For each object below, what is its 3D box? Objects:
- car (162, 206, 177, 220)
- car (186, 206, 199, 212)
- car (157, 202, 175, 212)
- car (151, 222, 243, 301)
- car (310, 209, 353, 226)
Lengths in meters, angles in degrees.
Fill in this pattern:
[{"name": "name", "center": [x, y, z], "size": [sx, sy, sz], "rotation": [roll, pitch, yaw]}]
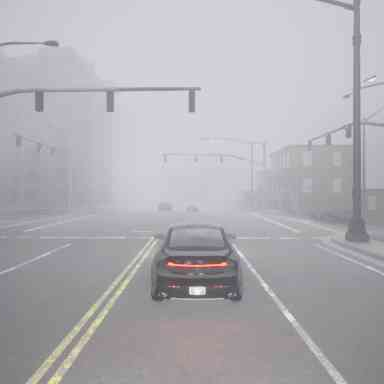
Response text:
[{"name": "car", "center": [-3.628, 3.522, 54.965], "size": [2.128, 1.511, 4.902], "rotation": [0, -12, 0]}, {"name": "car", "center": [0.068, 3.075, 52.822], "size": [1.882, 1.535, 5.008], "rotation": [0, -11, 0]}, {"name": "car", "center": [-3.630, 2.066, 45.558], "size": [1.837, 1.490, 4.892], "rotation": [0, -5, 0]}, {"name": "car", "center": [0.094, 1.505, 8.321], "size": [1.837, 1.490, 4.892], "rotation": [0, 0, 0]}, {"name": "car", "center": [12.276, 2.097, 28.248], "size": [4.181, 1.385, 1.994], "rotation": [8, 0, 0]}]
